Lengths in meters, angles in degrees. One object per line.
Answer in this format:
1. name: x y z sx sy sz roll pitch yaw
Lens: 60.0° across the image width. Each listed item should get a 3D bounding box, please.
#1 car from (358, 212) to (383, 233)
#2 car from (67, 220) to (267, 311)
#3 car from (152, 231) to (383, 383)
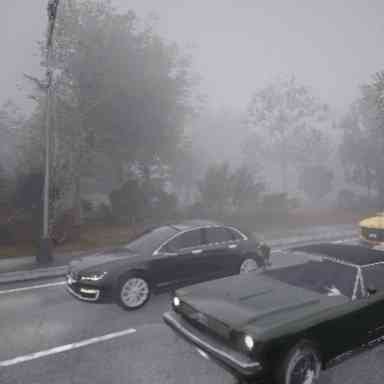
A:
1. car: 8.674 1.224 13.085 5.008 1.535 1.882 -2 1 -28
2. car: -0.320 1.454 7.742 4.892 1.490 1.837 -1 1 -33
3. car: 1.981 1.555 5.092 4.718 1.301 1.895 -1 1 -33
